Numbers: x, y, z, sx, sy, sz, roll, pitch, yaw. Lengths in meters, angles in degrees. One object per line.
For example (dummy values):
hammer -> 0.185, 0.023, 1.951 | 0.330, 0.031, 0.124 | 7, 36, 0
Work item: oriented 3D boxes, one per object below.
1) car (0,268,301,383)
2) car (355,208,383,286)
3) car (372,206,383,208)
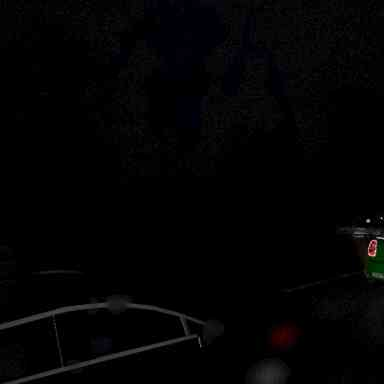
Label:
car -> -1.037, 1.492, 2.986 | 4.902, 1.511, 2.128 | 0, 0, -36
car -> 6.279, 1.352, 8.178 | 4.553, 1.767, 2.097 | 0, 0, -35
car -> 12.232, 1.564, 21.174 | 4.181, 1.385, 1.994 | 0, 0, -35
